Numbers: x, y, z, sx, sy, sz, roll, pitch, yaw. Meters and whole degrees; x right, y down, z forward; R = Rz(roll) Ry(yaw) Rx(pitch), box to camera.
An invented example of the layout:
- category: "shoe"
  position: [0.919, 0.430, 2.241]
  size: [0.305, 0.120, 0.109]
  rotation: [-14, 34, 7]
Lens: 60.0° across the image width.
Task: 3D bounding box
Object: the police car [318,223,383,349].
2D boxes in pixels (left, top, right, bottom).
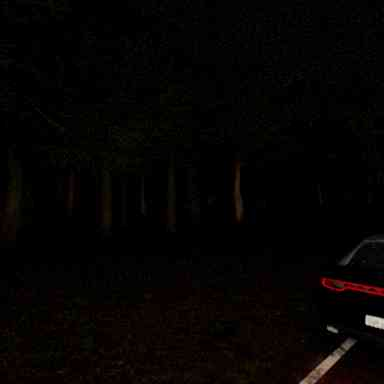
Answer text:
- category: "police car"
  position: [4.090, 1.410, 6.001]
  size: [1.930, 1.638, 5.238]
  rotation: [0, 0, 44]
